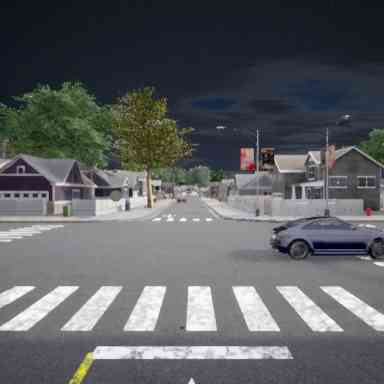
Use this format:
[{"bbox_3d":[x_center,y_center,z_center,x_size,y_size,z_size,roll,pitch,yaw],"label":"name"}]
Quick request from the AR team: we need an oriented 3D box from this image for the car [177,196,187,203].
[{"bbox_3d":[-2.139,1.484,68.931,1.882,1.535,5.008,0,0,0],"label":"car"}]

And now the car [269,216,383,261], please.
[{"bbox_3d":[4.897,1.550,11.795,4.181,1.385,1.994,0,0,0],"label":"car"}]
